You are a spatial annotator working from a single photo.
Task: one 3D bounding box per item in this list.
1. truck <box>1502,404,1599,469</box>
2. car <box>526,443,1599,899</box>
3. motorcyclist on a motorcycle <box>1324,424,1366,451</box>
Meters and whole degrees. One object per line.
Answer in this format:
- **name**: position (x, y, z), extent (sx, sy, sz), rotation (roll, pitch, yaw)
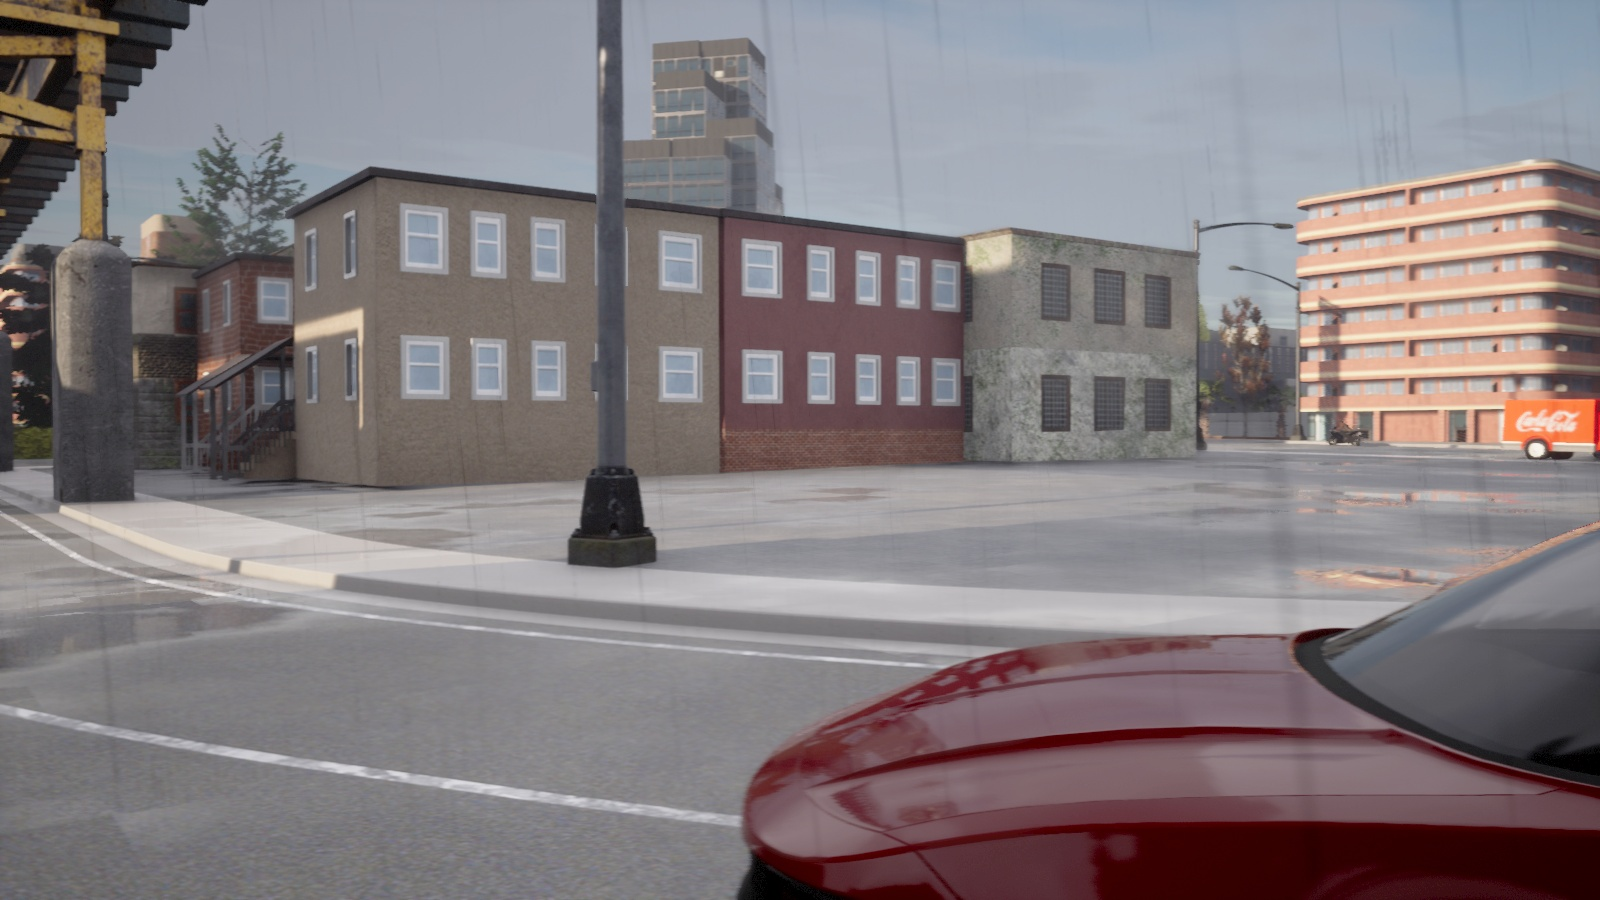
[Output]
- **truck**: position (30.999, -0.538, 49.440), extent (2.627, 2.467, 5.204), rotation (0, 2, -37)
- **car**: position (2.188, 0.777, 2.511), extent (5.008, 1.535, 1.882), rotation (0, 1, 11)
- **motorcyclist on a motorcycle**: position (31.393, -0.723, 72.342), extent (0.797, 1.523, 2.044), rotation (0, 2, -37)
